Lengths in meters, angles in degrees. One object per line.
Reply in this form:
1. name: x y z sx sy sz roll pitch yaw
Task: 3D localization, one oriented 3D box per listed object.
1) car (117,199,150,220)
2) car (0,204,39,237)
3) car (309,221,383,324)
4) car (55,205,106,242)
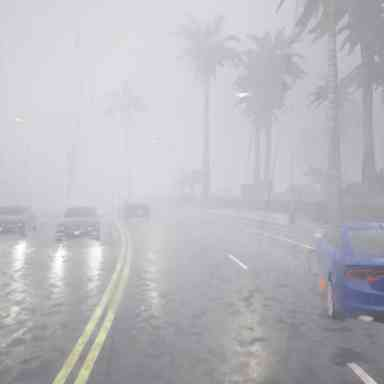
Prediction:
1. car: -4.680 1.306 26.380 1.882 1.535 5.008 0 0 -21
2. car: -9.138 1.401 17.015 1.837 1.490 4.892 0 0 -16
3. car: 3.660 1.338 6.863 1.882 1.535 5.008 0 1 15
4. car: -5.252 1.404 15.867 1.837 1.490 4.892 0 0 -14
